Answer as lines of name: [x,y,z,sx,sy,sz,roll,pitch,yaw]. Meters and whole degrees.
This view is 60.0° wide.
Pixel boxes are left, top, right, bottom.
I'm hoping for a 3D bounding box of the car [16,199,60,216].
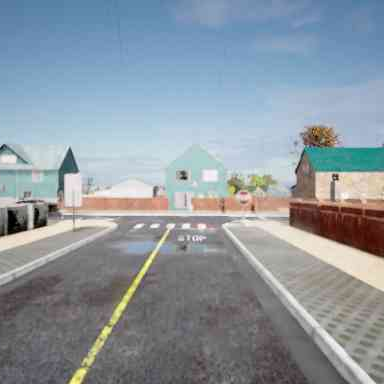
car: [-14.255,1.388,29.319,4.892,1.490,1.837,0,1,-1]
